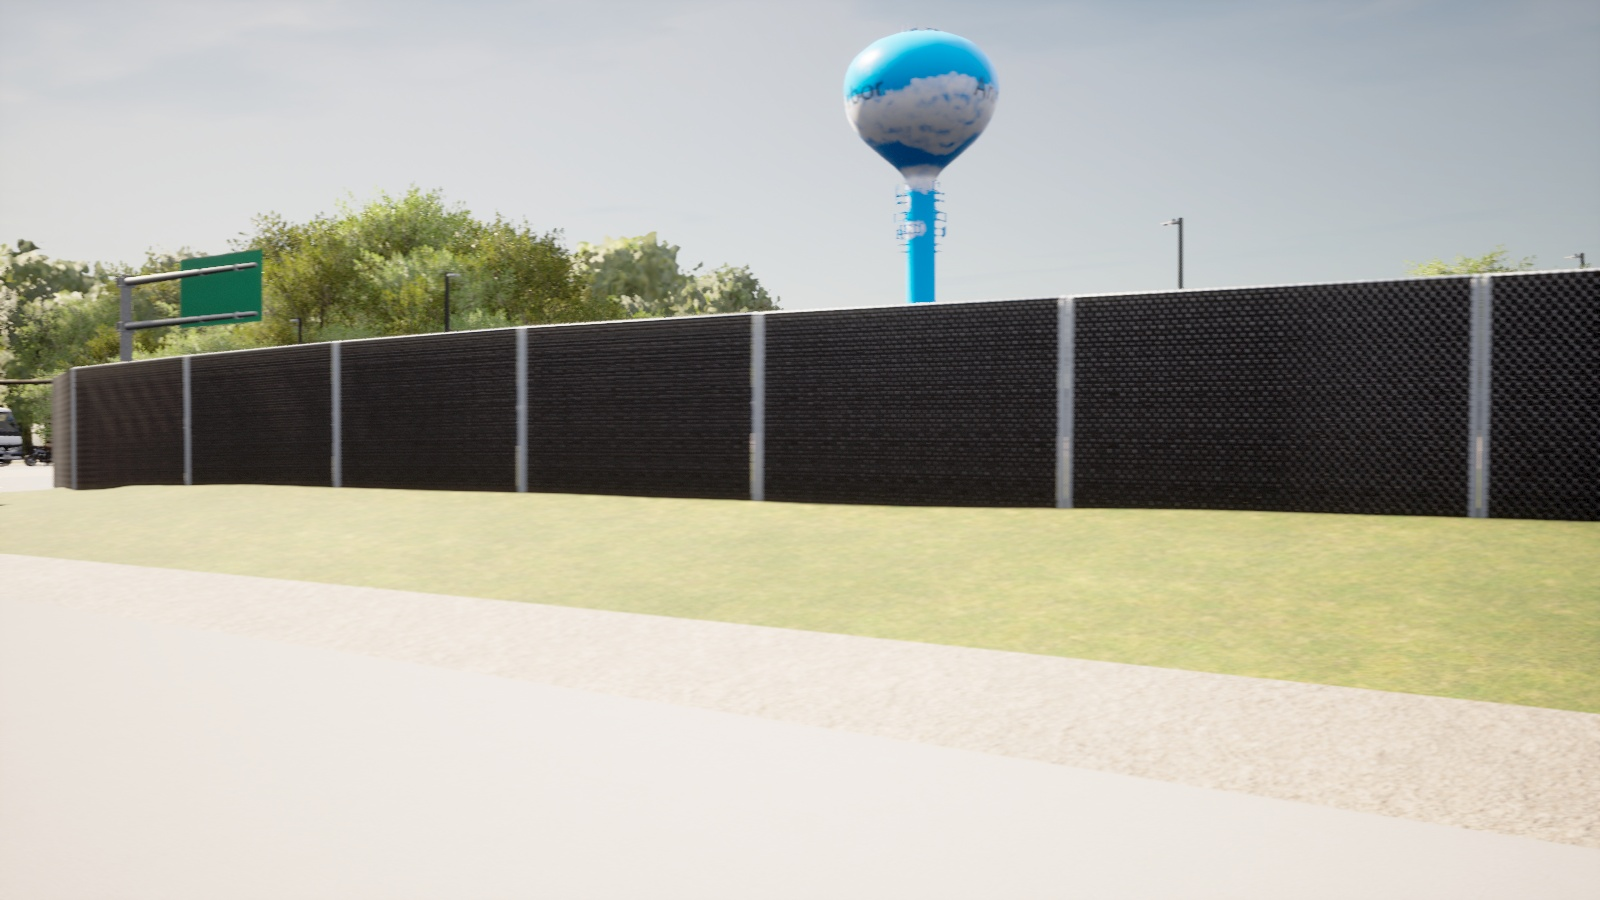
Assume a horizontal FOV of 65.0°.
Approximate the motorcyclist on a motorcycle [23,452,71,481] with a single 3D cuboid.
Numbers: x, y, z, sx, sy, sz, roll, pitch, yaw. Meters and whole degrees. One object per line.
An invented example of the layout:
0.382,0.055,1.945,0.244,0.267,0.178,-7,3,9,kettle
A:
-45.905,1.012,76.547,0.766,1.649,2.350,-1,2,34,motorcyclist on a motorcycle
